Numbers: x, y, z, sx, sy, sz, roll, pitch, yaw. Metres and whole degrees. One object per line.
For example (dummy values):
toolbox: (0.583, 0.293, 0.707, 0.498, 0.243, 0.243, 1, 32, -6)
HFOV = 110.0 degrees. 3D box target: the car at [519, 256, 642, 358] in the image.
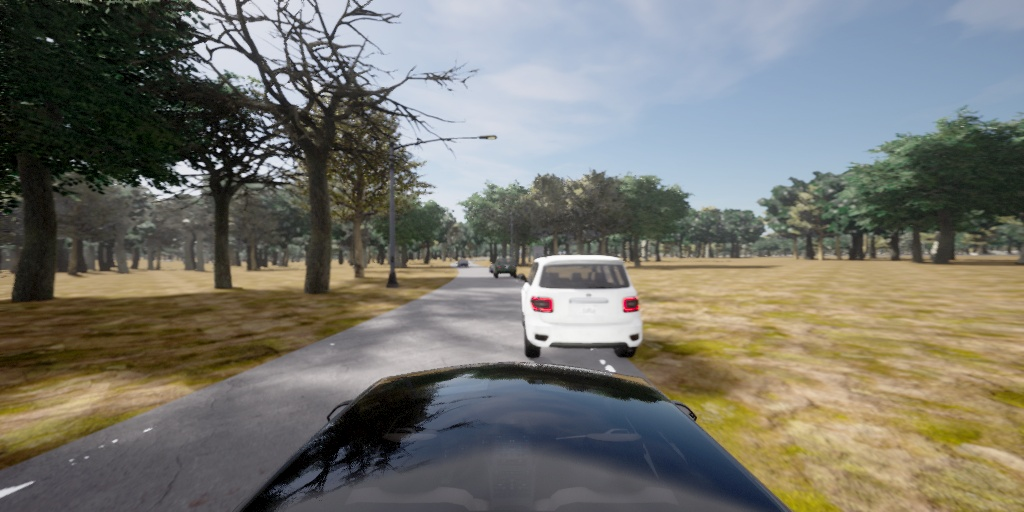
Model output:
car: (1.343, 1.020, 8.754, 2.150, 2.045, 5.566, 0, 0, 1)

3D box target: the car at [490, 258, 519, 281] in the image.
car: (-0.775, 1.200, 37.111, 2.150, 2.045, 5.566, 0, 0, -6)
